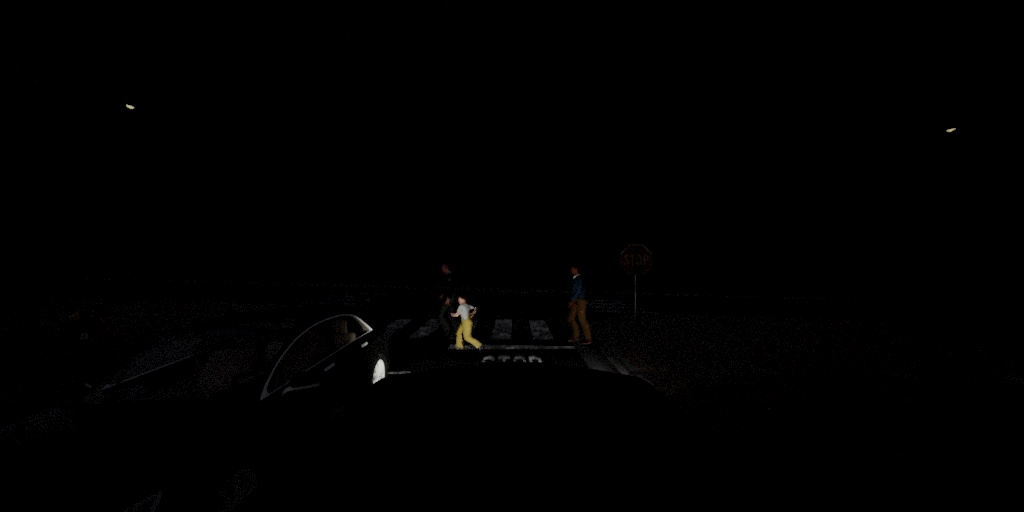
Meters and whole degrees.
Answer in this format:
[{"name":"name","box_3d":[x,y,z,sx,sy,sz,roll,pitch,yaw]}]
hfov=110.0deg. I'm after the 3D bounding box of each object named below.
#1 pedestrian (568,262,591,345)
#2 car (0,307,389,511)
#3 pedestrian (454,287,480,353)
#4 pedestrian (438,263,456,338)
[{"name":"pedestrian","box_3d":[1.474,1.040,8.017,0.375,1.860,0.375,1,-1,0]},{"name":"car","box_3d":[-2.638,1.299,3.673,2.007,1.370,4.403,0,0,0]},{"name":"pedestrian","box_3d":[-0.933,1.320,7.413,0.375,1.300,0.375,1,-1,0]},{"name":"pedestrian","box_3d":[-1.536,1.026,8.615,0.375,1.860,0.375,1,-1,0]}]
